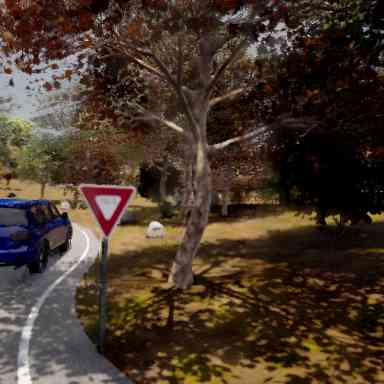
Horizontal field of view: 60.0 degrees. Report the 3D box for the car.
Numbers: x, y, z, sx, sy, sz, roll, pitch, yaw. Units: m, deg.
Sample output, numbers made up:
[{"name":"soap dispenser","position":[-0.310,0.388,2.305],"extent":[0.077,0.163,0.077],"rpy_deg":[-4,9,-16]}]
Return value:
[{"name":"car","position":[-5.470,1.229,10.791],"extent":[2.150,2.045,5.566],"rpy_deg":[2,0,-8]}]
